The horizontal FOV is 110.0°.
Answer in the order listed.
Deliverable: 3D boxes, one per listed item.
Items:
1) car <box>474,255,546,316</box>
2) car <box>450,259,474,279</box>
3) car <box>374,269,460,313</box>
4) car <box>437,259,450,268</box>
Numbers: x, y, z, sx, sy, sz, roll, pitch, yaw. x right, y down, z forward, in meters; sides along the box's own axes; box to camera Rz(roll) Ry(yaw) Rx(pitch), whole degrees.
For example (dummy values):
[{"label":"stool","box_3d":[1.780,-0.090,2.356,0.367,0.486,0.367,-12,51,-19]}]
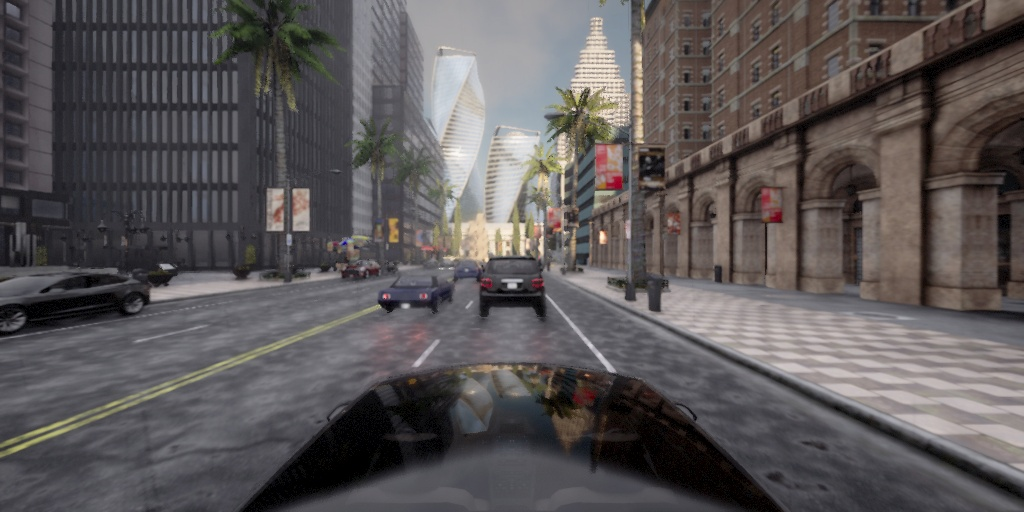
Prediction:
[{"label":"car","box_3d":[0.037,0.976,13.441,2.150,2.045,5.566,0,0,1]},{"label":"car","box_3d":[-3.445,1.104,29.475,2.097,1.767,4.553,0,0,0]},{"label":"car","box_3d":[-3.457,1.351,13.963,1.895,1.301,4.718,0,0,1]},{"label":"car","box_3d":[-10.843,1.280,60.292,1.812,1.442,4.674,0,0,0]}]
